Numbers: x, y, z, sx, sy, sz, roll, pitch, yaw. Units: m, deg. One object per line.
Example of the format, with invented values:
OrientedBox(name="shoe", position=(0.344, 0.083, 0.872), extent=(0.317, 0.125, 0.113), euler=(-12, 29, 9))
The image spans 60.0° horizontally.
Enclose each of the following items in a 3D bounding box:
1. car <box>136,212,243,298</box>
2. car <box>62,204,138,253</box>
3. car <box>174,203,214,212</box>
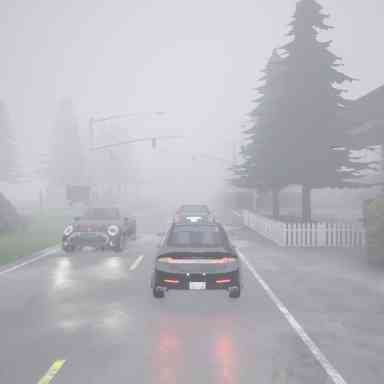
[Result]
OrientedBox(name="car", position=(0.097, 1.492, 8.477), extent=(2.128, 1.511, 4.902), euler=(0, 0, 0))
OrientedBox(name="car", position=(-3.576, 1.351, 13.663), extent=(2.097, 1.767, 4.553), euler=(0, 0, 0))
OrientedBox(name="car", position=(0.094, 1.352, 17.631), extent=(2.097, 1.767, 4.553), euler=(0, 0, 0))
